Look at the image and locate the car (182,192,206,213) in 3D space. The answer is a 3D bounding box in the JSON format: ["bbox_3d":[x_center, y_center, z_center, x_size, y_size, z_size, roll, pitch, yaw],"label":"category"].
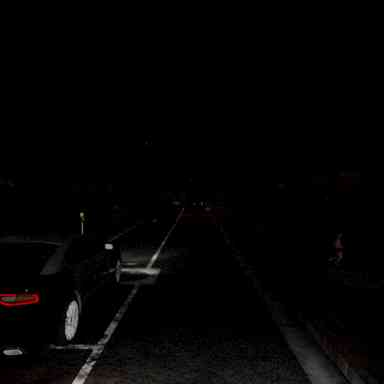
[{"bbox_3d":[0.379,1.237,36.002,2.097,1.767,4.553,0,1,4],"label":"car"}]

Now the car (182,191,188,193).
[{"bbox_3d":[-2.129,1.032,57.404,1.967,1.590,4.097,0,1,1],"label":"car"}]

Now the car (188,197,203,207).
[{"bbox_3d":[0.484,1.354,46.288,1.895,1.301,4.718,0,1,1],"label":"car"}]

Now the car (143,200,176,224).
[{"bbox_3d":[-2.430,1.535,24.183,1.947,1.339,4.313,0,0,1],"label":"car"}]

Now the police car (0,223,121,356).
[{"bbox_3d":[-2.693,1.421,6.462,1.930,1.638,5.238,0,0,1],"label":"police car"}]

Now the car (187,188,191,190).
[{"bbox_3d":[-1.829,0.467,90.619,1.887,1.381,4.507,1,1,0],"label":"car"}]

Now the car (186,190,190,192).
[{"bbox_3d":[-1.979,0.856,74.017,2.008,1.369,4.403,1,1,0],"label":"car"}]

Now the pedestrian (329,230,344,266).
[{"bbox_3d":[4.101,1.515,9.405,0.500,1.100,0.500,1,1,0],"label":"pedestrian"}]

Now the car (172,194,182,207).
[{"bbox_3d":[-2.228,1.335,46.342,1.802,1.307,4.206,0,1,1],"label":"car"}]

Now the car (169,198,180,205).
[{"bbox_3d":[-2.379,1.505,29.724,1.947,1.339,4.313,0,0,1],"label":"car"}]

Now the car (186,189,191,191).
[{"bbox_3d":[-1.879,0.605,85.086,1.887,1.381,4.507,1,1,0],"label":"car"}]
